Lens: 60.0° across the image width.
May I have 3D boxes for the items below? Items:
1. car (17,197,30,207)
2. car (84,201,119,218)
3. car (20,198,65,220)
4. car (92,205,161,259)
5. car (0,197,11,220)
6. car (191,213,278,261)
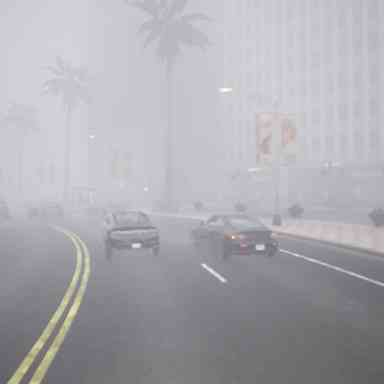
[{"bbox_3d":[-24.915,1.577,50.294,2.231,1.521,4.892,-1,0,-45],"label":"car"},{"bbox_3d":[-7.438,1.476,27.853,2.128,1.511,4.902,-1,0,-40],"label":"car"},{"bbox_3d":[-12.551,1.529,28.395,2.128,1.511,4.902,-1,0,-42],"label":"car"},{"bbox_3d":[-2.529,1.475,12.764,2.128,1.511,4.902,-1,0,-19],"label":"car"},{"bbox_3d":[-17.126,1.310,28.033,2.150,2.045,5.566,-1,0,-44],"label":"car"},{"bbox_3d":[1.371,1.470,12.041,1.812,1.442,4.674,0,0,-16],"label":"car"}]
